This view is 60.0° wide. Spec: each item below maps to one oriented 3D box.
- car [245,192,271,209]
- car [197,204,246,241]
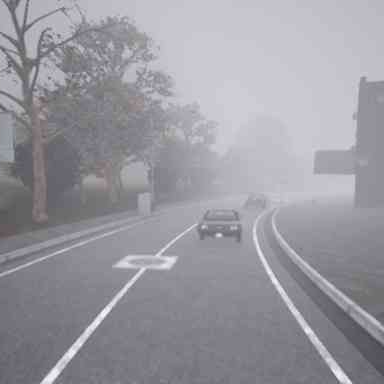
[{"bbox_3d":[7.129,0.739,35.686,2.097,1.767,4.553,2,3,21],"label":"car"},{"bbox_3d":[1.484,1.459,15.950,1.895,1.301,4.718,1,1,9],"label":"car"}]
